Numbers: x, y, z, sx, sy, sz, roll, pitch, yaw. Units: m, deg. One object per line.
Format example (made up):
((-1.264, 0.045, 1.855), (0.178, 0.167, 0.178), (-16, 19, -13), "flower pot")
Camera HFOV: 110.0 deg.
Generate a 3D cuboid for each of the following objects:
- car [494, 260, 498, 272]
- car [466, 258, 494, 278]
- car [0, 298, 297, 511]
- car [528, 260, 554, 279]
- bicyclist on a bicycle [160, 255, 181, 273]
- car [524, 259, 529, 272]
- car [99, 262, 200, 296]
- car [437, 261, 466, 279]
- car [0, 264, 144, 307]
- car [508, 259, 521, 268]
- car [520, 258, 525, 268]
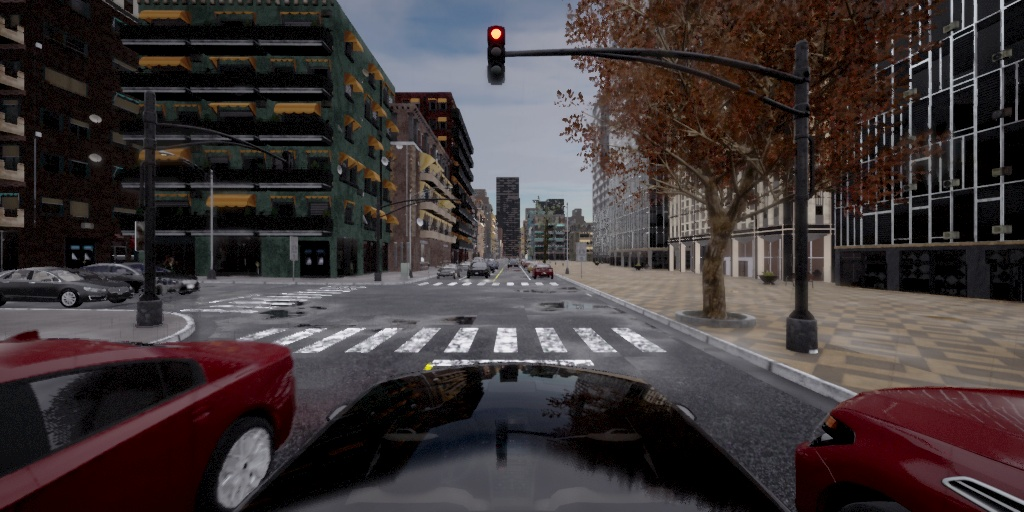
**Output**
((-3.025, 1.374, 43.700), (1.895, 1.301, 4.718), (0, 0, 0), "car")
((-3.051, 1.241, 33.676), (1.882, 1.535, 5.008), (0, 0, 0), "car")
((-3.023, 1.227, 1.388), (1.882, 1.535, 5.008), (0, 0, 0), "car")
((2.732, 1.307, 32.381), (1.888, 1.381, 4.507), (0, 0, 0), "car")
((-23.138, 0.761, 24.260), (0.582, 1.620, 1.656), (1, 0, -1), "bicyclist on a bicycle")
((2.747, 1.298, 43.616), (1.751, 1.417, 4.829), (0, 0, 0), "car")
((-16.463, 1.035, 15.593), (4.902, 1.511, 2.128), (1, 0, -1), "car")
((-5.648, 1.312, 32.392), (2.007, 1.370, 4.403), (0, 0, 0), "car")
((-16.420, 1.091, 12.991), (4.403, 1.370, 2.007), (0, 0, 0), "car")
((0.181, 1.397, 62.408), (1.895, 1.301, 4.718), (0, 0, 0), "car")
((2.769, 1.375, 60.043), (1.802, 1.307, 4.207), (0, 0, 0), "car")
